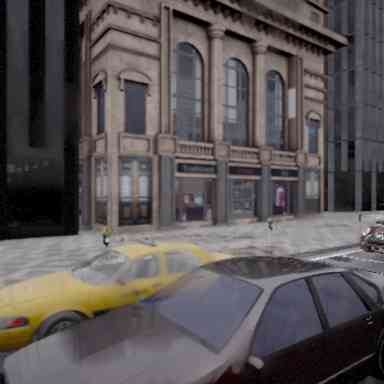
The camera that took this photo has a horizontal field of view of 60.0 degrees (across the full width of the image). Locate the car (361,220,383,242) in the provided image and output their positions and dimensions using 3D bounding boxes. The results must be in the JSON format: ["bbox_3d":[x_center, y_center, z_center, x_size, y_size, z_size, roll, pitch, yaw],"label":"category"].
[{"bbox_3d":[8.064,1.446,12.405,4.097,1.590,1.967,0,0,-36],"label":"car"}]

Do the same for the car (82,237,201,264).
[{"bbox_3d":[-1.008,1.526,5.931,4.829,1.417,1.752,0,0,-36],"label":"car"}]

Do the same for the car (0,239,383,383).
[{"bbox_3d":[0.774,1.549,3.920,5.357,1.411,2.033,0,0,-35],"label":"car"}]
